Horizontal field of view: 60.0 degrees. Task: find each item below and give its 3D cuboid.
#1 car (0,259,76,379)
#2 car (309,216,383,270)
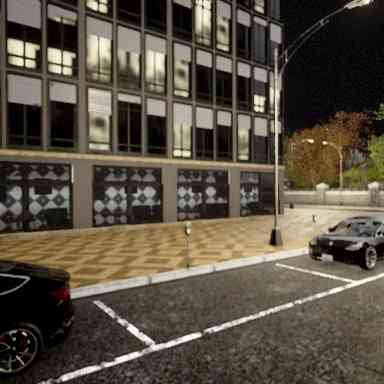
[{"bbox_3d":[-3.643,1.573,3.959,4.313,1.339,1.947,-1,0,-36],"label":"car"},{"bbox_3d":[5.587,1.460,10.643,4.313,1.339,1.947,-1,1,-36],"label":"car"}]
